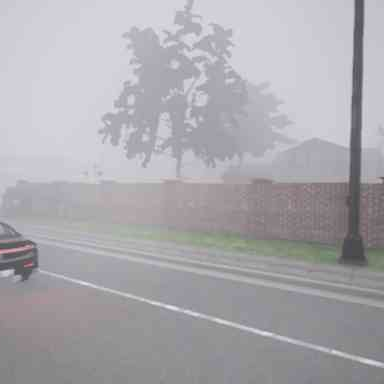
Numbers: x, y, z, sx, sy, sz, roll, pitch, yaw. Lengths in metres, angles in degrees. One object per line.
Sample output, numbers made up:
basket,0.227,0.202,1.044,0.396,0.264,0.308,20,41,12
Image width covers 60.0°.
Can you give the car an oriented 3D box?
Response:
car,-5.658,1.364,8.027,4.902,1.511,2.128,1,1,35
